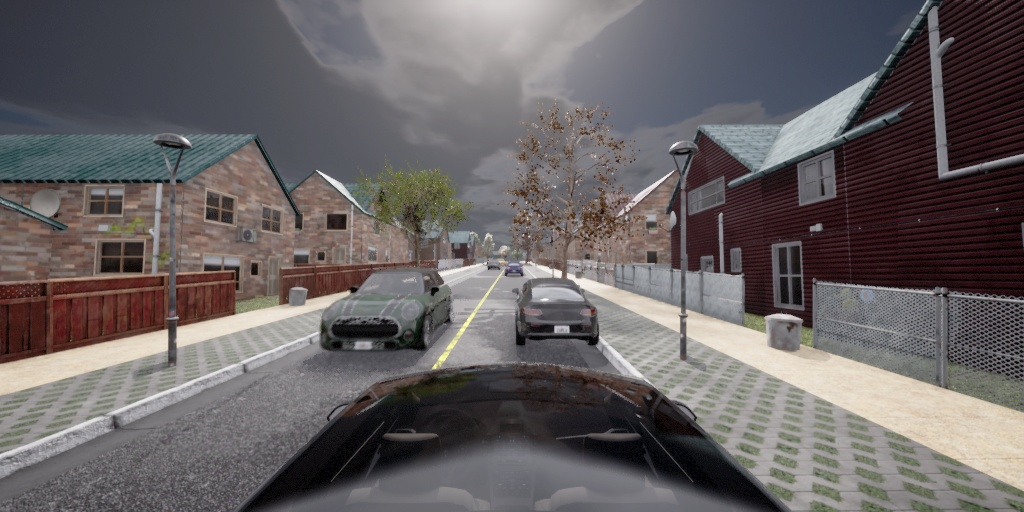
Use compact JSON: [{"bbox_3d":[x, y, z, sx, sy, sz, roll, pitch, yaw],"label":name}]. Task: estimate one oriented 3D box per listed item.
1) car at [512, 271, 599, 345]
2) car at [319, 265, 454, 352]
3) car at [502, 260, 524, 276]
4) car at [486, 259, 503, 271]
[{"bbox_3d":[0.993,1.284,9.365,1.812,1.442,4.674,0,0,0],"label":"car"},{"bbox_3d":[-2.821,1.110,9.060,2.097,1.767,4.553,0,0,0],"label":"car"},{"bbox_3d":[0.212,1.323,37.769,1.812,1.442,4.674,0,0,0],"label":"car"},{"bbox_3d":[-2.645,1.324,52.404,1.837,1.490,4.892,0,0,0],"label":"car"}]
